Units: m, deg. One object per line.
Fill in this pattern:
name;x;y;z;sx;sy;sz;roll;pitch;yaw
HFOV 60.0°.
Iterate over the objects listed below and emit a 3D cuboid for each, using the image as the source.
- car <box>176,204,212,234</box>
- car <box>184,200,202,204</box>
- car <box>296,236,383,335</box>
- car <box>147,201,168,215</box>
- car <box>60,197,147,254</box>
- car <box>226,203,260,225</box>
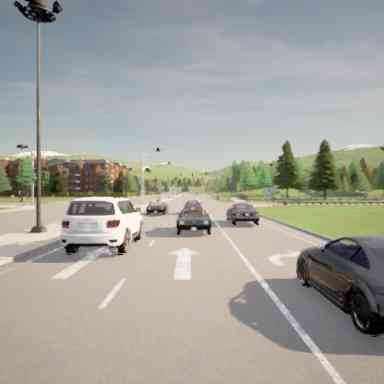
car;0.097;1.587;19.114;1.895;1.301;4.718;0;0;0
car;0.097;1.539;34.120;1.994;1.385;4.181;0;0;0
car;3.599;1.559;6.682;1.994;1.385;4.181;0;0;0
car;-3.404;1.577;33.299;1.895;1.301;4.718;0;0;0
car;-3.402;1.212;13.516;2.150;2.045;5.566;0;0;0
car;3.596;1.530;24.089;2.033;1.411;5.357;0;0;0
